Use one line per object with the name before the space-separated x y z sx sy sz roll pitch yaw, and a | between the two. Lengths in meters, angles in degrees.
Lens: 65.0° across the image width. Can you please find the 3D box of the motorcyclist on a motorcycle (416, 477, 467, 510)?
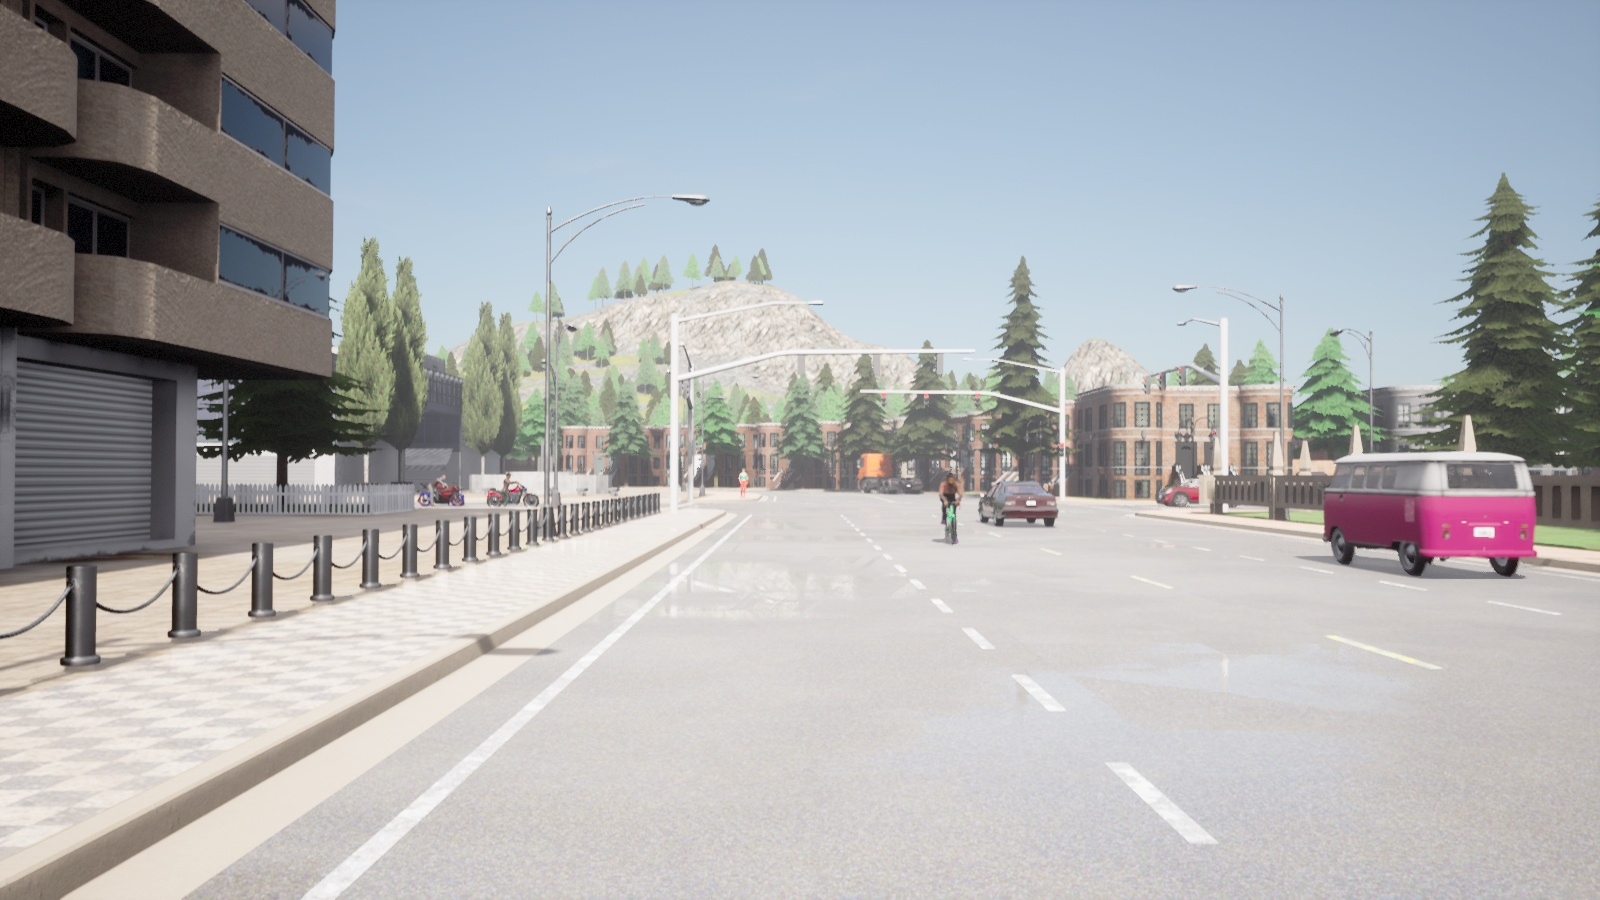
motorcyclist on a motorcycle | -16.851 2.058 59.065 2.191 1.530 0.866 0 -1 0

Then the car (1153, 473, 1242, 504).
car | 19.785 1.912 62.687 3.806 1.475 1.970 0 -1 0

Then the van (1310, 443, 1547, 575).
van | 10.445 0.940 21.296 1.775 1.987 4.442 0 -1 0

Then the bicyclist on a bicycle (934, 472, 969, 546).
bicyclist on a bicycle | 3.415 1.304 28.384 0.582 1.620 1.656 0 -1 0

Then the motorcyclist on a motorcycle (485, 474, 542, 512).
motorcyclist on a motorcycle | -12.682 1.890 55.581 2.350 1.649 0.766 0 -1 0

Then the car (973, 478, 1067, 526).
car | 6.899 1.608 39.957 2.033 1.411 5.357 0 -1 0
